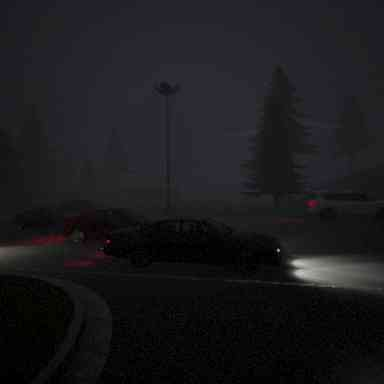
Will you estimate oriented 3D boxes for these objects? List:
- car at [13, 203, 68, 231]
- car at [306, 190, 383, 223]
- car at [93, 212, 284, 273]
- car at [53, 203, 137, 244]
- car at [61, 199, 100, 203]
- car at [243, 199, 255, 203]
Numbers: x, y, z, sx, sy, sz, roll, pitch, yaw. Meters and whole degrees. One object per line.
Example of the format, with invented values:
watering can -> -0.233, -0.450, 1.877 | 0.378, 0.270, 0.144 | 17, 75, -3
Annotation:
car -> -8.248, 1.517, 19.450 | 4.181, 1.385, 1.994 | -1, 0, 14
car -> 10.457, 0.914, 21.872 | 5.566, 2.045, 2.150 | 0, 1, 14
car -> 0.010, 1.469, 10.104 | 5.357, 1.411, 2.033 | -1, 0, 14
car -> -3.192, 1.405, 14.539 | 5.008, 1.535, 1.882 | 0, 1, 14
car -> -7.118, 1.263, 22.771 | 4.553, 1.767, 2.097 | -1, 0, 14
car -> 9.361, 0.993, 54.873 | 2.033, 1.411, 5.357 | -1, 0, 7
